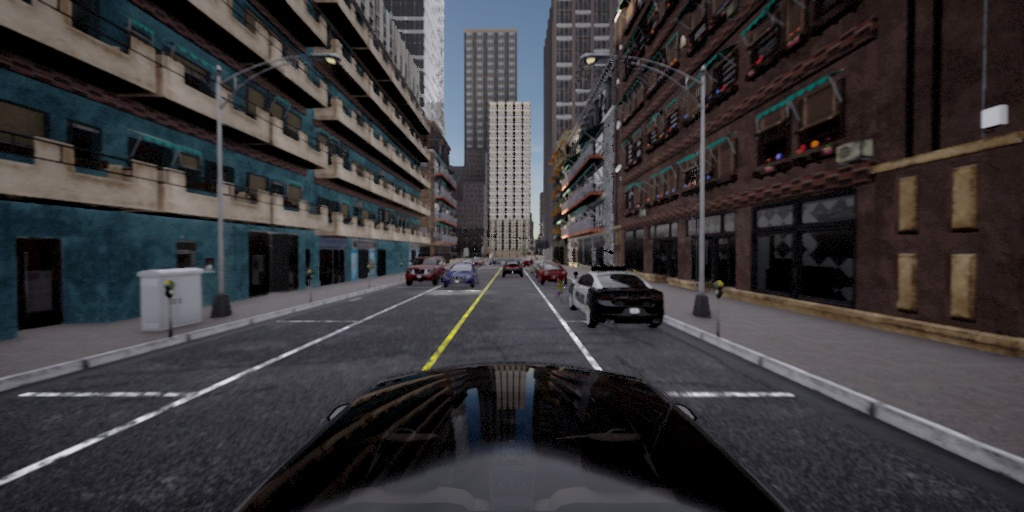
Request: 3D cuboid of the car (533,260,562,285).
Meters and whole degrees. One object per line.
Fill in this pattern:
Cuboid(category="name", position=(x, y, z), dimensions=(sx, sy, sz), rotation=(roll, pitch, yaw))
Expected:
Cuboid(category="car", position=(2.687, 1.168, 24.497), dimensions=(1.888, 1.381, 4.507), rotation=(0, 0, 0))

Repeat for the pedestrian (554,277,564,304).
Cuboid(category="pedestrian", position=(1.927, 1.353, 14.365), dimensions=(0.500, 1.100, 0.500), rotation=(-1, 1, 0))

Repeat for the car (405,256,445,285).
Cuboid(category="car", position=(-5.694, 0.938, 24.510), dimensions=(2.192, 1.841, 5.009), rotation=(0, 0, 0))

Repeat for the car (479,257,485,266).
Cuboid(category="car", position=(-5.696, 0.884, 57.650), dimensions=(1.967, 1.591, 4.097), rotation=(0, 0, 0))

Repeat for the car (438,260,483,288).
Cuboid(category="car", position=(-3.100, 1.160, 22.555), dimensions=(1.812, 1.442, 4.674), rotation=(0, 0, 0))

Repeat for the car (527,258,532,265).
Cuboid(category="car", position=(2.687, 1.088, 35.714), dimensions=(1.751, 1.417, 4.829), rotation=(0, 0, 0))

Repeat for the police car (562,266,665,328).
Cuboid(category="police car", position=(3.000, 1.122, 11.360), dimensions=(1.930, 1.638, 5.238), rotation=(0, 0, 0))

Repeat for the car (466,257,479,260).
Cuboid(category="car", position=(-5.695, 1.085, 46.604), dimensions=(1.802, 1.307, 4.207), rotation=(0, 0, 0))

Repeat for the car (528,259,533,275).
Cuboid(category="car", position=(2.687, 1.144, 30.020), dimensions=(2.007, 1.370, 4.403), rotation=(0, 0, 0))

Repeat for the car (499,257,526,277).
Cuboid(category="car", position=(0.063, 1.085, 32.518), dimensions=(1.837, 1.490, 4.892), rotation=(0, 1, 0))

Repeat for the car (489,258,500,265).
Cuboid(category="car", position=(-3.038, 0.973, 63.873), dimensions=(1.994, 1.385, 4.181), rotation=(0, 0, 1))
